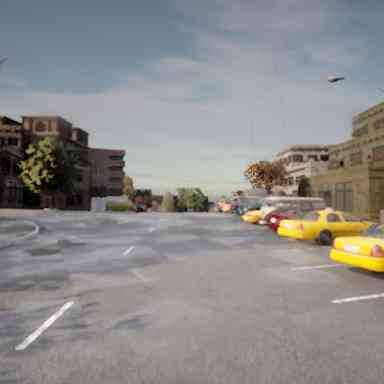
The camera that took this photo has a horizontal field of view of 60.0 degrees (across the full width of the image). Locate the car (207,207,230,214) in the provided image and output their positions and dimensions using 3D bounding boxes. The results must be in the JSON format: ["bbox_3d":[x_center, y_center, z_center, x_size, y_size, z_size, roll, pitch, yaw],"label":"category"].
[{"bbox_3d":[6.070,4.325,76.912,4.892,1.521,2.231,3,-6,-21],"label":"car"}]

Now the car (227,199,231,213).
[{"bbox_3d":[6.450,1.641,33.051,4.892,1.521,2.231,1,-2,-20],"label":"car"}]

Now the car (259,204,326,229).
[{"bbox_3d":[6.492,1.569,18.391,4.792,1.488,2.163,1,0,-20],"label":"car"}]

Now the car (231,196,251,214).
[{"bbox_3d":[6.447,1.319,27.175,5.566,2.045,2.435,1,0,-20],"label":"car"}]

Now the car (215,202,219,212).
[{"bbox_3d":[6.400,2.168,47.663,5.008,1.535,2.097,2,-3,-20],"label":"car"}]

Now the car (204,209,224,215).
[{"bbox_3d":[5.877,5.370,88.595,5.008,1.535,2.097,3,-6,-21],"label":"car"}]

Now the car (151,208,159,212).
[{"bbox_3d":[-11.655,4.861,82.568,5.366,1.575,1.946,1,-6,-21],"label":"car"}]

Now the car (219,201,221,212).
[{"bbox_3d":[6.598,1.899,41.888,5.366,1.575,1.946,2,-3,-20],"label":"car"}]

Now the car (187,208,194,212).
[{"bbox_3d":[-0.395,4.674,80.374,2.128,1.511,4.902,0,-5,-1],"label":"car"}]

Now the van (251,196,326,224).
[{"bbox_3d":[6.363,1.321,21.269,4.442,1.987,1.878,1,0,-20],"label":"van"}]

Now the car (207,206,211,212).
[{"bbox_3d":[6.237,3.374,65.214,5.008,1.535,2.097,2,-5,-21],"label":"car"}]

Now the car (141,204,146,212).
[{"bbox_3d":[-11.496,2.664,58.677,5.566,2.045,2.435,1,-5,-21],"label":"car"}]

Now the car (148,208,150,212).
[{"bbox_3d":[-11.584,3.472,67.610,4.553,1.767,2.185,1,-5,-21],"label":"car"}]

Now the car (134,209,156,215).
[{"bbox_3d":[-12.050,5.127,85.415,5.366,1.575,1.946,1,-5,-21],"label":"car"}]

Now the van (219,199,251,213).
[{"bbox_3d":[6.484,2.113,50.643,4.442,1.987,1.878,2,-4,-20],"label":"van"}]

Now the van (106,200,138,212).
[{"bbox_3d":[-11.350,2.268,52.727,4.442,1.987,1.878,1,-4,-20],"label":"van"}]

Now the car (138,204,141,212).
[{"bbox_3d":[-11.518,2.572,55.655,4.553,1.767,2.185,1,-4,-20],"label":"car"}]

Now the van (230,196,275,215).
[{"bbox_3d":[6.561,1.483,36.020,4.442,1.987,1.878,1,-2,-20],"label":"van"}]

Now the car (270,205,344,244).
[{"bbox_3d":[6.634,1.529,15.507,5.366,1.575,1.946,1,0,-20],"label":"car"}]

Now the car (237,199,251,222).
[{"bbox_3d":[6.297,1.553,24.183,5.366,1.575,1.946,1,0,-20],"label":"car"}]

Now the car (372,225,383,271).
[{"bbox_3d":[6.402,1.531,6.642,4.792,1.488,2.163,1,0,-20],"label":"car"}]

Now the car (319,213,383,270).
[{"bbox_3d":[6.617,1.510,9.646,5.366,1.575,1.946,1,0,-20],"label":"car"}]

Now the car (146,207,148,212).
[{"bbox_3d":[-11.573,3.403,64.606,4.674,1.452,2.002,1,-4,-21],"label":"car"}]

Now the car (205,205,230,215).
[{"bbox_3d":[6.060,4.330,79.870,5.566,2.045,2.435,3,-6,-21],"label":"car"}]

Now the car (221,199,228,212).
[{"bbox_3d":[6.447,1.793,38.895,4.892,1.521,2.231,2,-2,-20],"label":"car"}]

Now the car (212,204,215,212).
[{"bbox_3d":[6.326,2.762,56.427,4.674,1.452,2.002,2,-4,-20],"label":"car"}]
